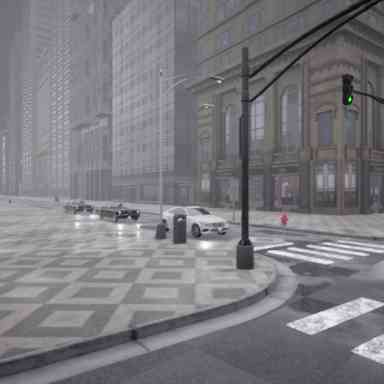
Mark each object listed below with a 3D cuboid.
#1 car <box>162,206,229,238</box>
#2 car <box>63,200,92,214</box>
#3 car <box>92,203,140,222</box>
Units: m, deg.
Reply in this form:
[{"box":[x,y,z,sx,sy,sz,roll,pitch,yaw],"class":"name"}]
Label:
[{"box":[-0.052,1.471,17.749,1.812,1.442,4.674,0,0,-37],"class":"car"},{"box":[-11.691,1.494,34.156,1.895,1.301,4.718,0,0,-35],"class":"car"},{"box":[-5.807,1.519,25.867,1.895,1.301,4.718,0,0,-35],"class":"car"}]
